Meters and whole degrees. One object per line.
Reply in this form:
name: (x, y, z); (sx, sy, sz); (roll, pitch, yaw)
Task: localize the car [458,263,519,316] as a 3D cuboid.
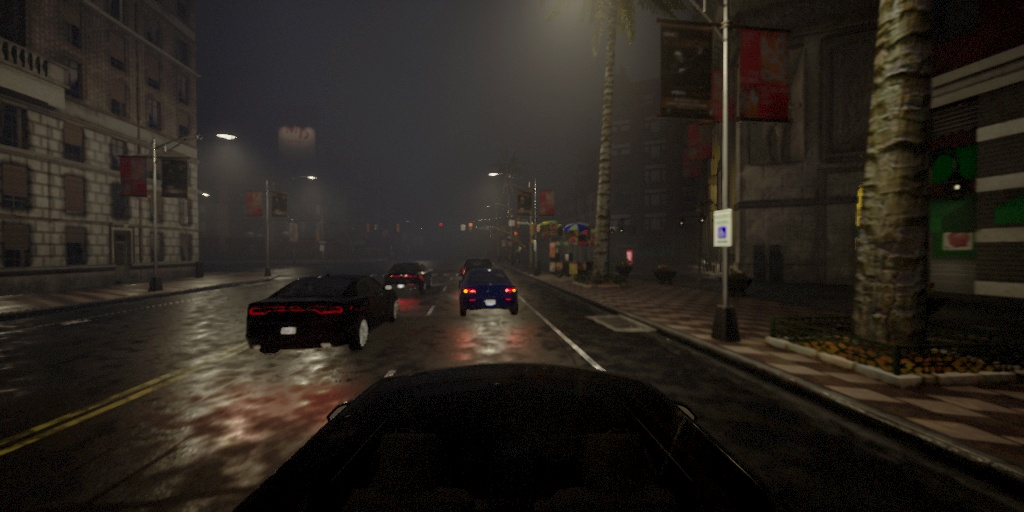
car: (-0.900, 1.133, 12.547); (1.812, 1.442, 4.674); (0, 1, -7)

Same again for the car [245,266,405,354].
car: (-4.111, 1.152, 8.661); (1.882, 1.535, 5.008); (0, 0, -6)

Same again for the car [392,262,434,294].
car: (-5.178, 1.054, 18.212); (1.837, 1.490, 4.892); (0, 1, -7)

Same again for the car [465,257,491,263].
car: (-2.056, 0.845, 21.393); (2.097, 1.767, 4.553); (0, 1, -7)
